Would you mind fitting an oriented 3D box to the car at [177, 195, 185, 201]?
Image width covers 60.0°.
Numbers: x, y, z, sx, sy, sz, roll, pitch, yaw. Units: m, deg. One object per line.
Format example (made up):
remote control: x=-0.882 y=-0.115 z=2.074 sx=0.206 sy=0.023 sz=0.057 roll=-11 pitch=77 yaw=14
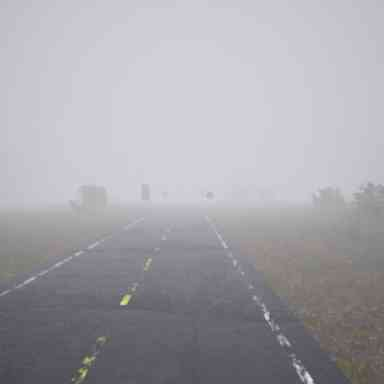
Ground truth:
car: x=-2.756 y=1.577 z=86.835 sx=1.812 sy=1.442 sz=4.674 roll=0 pitch=0 yaw=0
